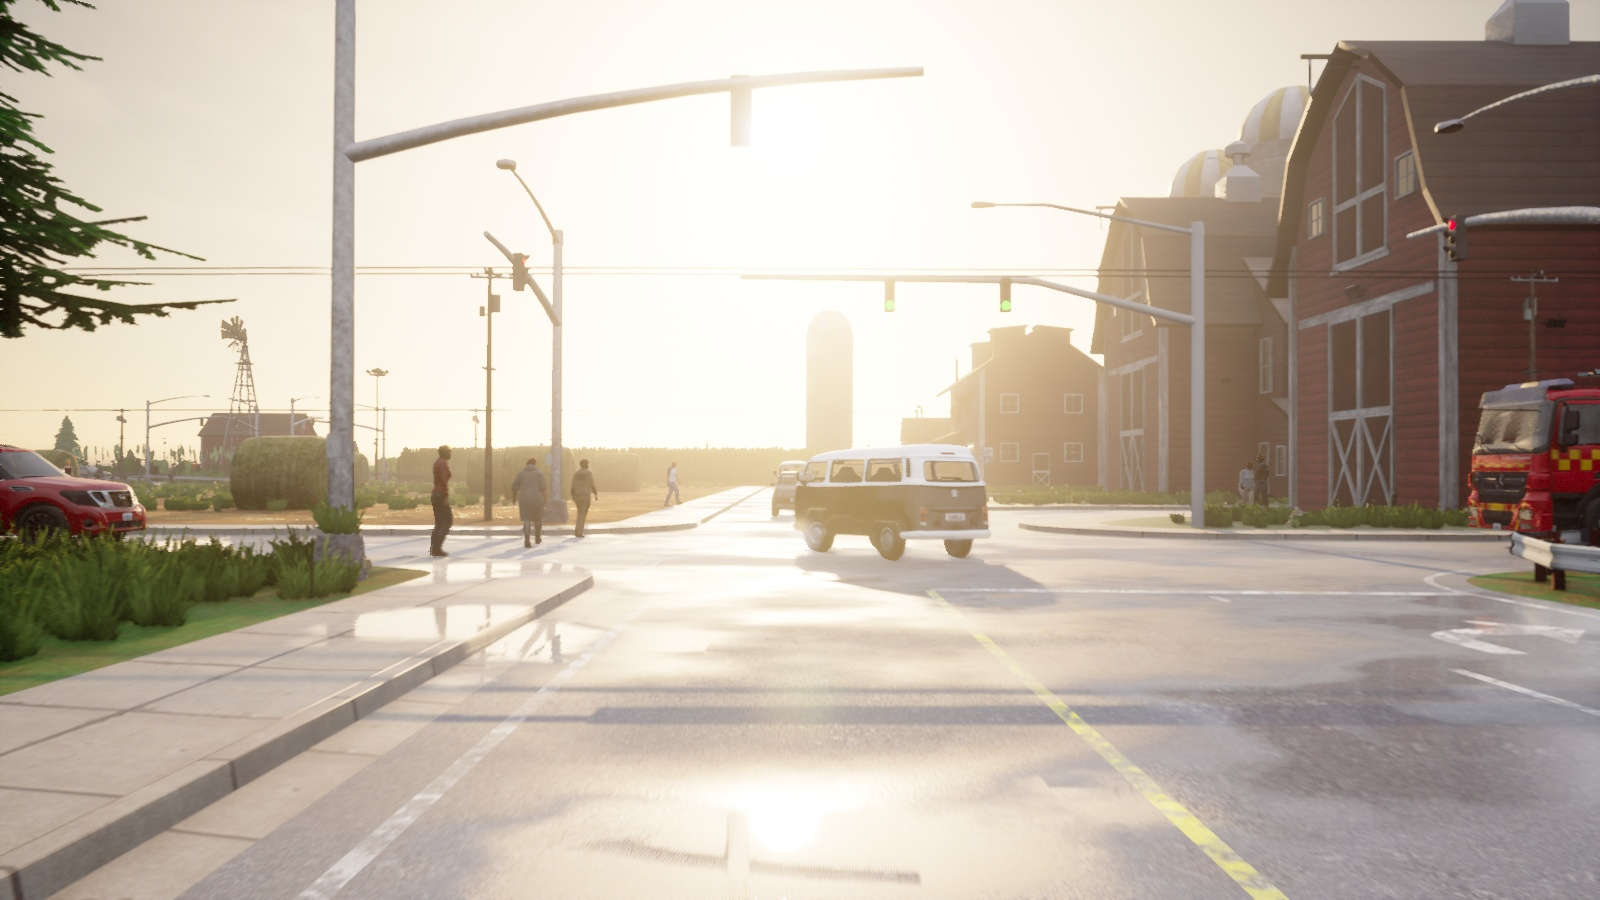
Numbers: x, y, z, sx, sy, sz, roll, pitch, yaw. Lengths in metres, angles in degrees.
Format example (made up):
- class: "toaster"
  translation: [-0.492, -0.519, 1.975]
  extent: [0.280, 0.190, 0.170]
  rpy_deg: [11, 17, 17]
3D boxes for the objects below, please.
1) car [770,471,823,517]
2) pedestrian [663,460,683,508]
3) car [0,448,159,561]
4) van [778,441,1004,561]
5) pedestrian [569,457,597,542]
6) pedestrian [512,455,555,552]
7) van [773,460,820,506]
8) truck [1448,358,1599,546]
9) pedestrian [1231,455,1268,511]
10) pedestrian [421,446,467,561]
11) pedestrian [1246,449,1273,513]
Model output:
- class: "car"
  translation: [-0.117, 1.529, 44.153]
  extent: [1.789, 1.549, 3.705]
  rpy_deg: [0, -1, 0]
- class: "pedestrian"
  translation: [-4.908, 1.309, 48.531]
  extent: [0.706, 1.836, 0.354]
  rpy_deg: [-1, -1, 25]
- class: "car"
  translation: [-15.545, 1.023, 23.945]
  extent: [5.566, 2.045, 2.150]
  rpy_deg: [0, -1, 1]
- class: "van"
  translation: [1.597, 0.940, 23.810]
  extent: [2.069, 2.038, 4.480]
  rpy_deg: [1, -2, -30]
- class: "pedestrian"
  translation: [-5.002, 1.133, 28.977]
  extent: [0.396, 1.930, 0.692]
  rpy_deg: [0, -1, 13]
- class: "pedestrian"
  translation: [-5.486, 1.092, 25.884]
  extent: [0.659, 1.952, 0.873]
  rpy_deg: [0, -1, 2]
- class: "van"
  translation: [-0.156, 1.519, 58.565]
  extent: [2.069, 2.038, 4.480]
  rpy_deg: [0, -1, 0]
- class: "truck"
  translation: [18.910, 0.052, 26.930]
  extent: [8.468, 3.827, 2.891]
  rpy_deg: [0, -1, 1]
- class: "pedestrian"
  translation: [15.221, 1.108, 42.548]
  extent: [0.874, 1.855, 0.900]
  rpy_deg: [0, -1, -3]
- class: "pedestrian"
  translation: [-5.782, 0.860, 20.397]
  extent: [0.636, 1.846, 0.331]
  rpy_deg: [0, -1, -36]
- class: "pedestrian"
  translation: [13.938, 0.936, 38.072]
  extent: [0.666, 1.930, 0.402]
  rpy_deg: [0, -1, -28]
